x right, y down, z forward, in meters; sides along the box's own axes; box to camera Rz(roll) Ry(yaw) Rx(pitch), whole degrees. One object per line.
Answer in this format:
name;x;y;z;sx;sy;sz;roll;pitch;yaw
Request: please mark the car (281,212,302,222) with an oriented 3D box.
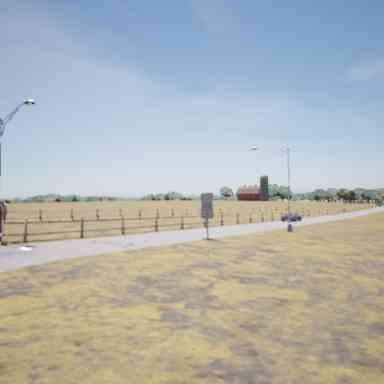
car;14.802;3.680;49.405;1.994;1.385;4.181;-2;-3;35
